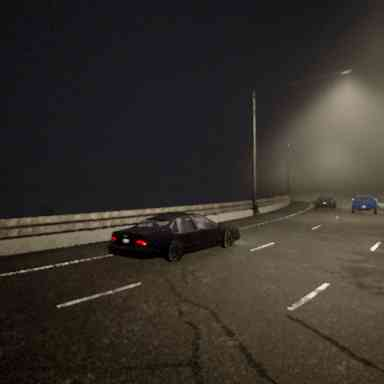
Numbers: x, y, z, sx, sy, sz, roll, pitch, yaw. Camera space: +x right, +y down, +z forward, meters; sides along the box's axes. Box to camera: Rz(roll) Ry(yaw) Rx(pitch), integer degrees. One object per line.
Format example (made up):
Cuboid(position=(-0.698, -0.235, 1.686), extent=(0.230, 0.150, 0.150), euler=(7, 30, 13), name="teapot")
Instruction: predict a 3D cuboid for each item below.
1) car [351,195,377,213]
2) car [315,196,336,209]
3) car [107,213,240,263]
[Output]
Cuboid(position=(15.593, 1.042, 30.165), extent=(1.882, 1.535, 5.008), euler=(0, 1, 27), name="car")
Cuboid(position=(14.551, 1.090, 36.193), extent=(1.994, 1.385, 4.181), euler=(0, 1, 24), name="car")
Cuboid(position=(-0.374, 1.454, 11.735), extent=(2.033, 1.411, 5.357), euler=(0, 1, 39), name="car")
